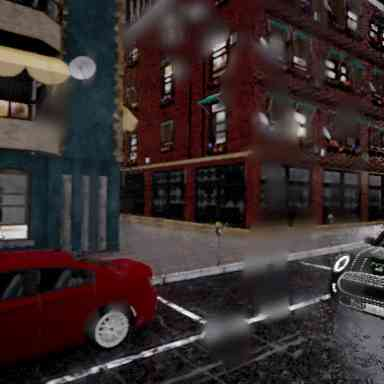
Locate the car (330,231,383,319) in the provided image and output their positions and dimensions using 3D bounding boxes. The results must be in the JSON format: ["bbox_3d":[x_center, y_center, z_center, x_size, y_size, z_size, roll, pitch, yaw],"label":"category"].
[{"bbox_3d":[4.874,1.375,6.866,4.553,1.767,2.097,0,0,-36],"label":"car"}]

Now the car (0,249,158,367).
[{"bbox_3d":[-2.661,1.555,4.644,4.507,1.381,1.887,0,1,-36],"label":"car"}]
